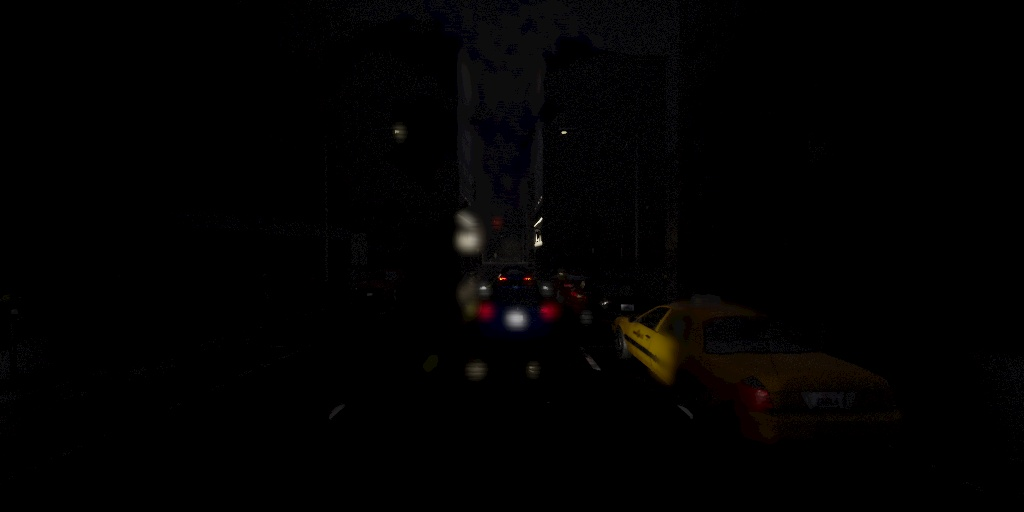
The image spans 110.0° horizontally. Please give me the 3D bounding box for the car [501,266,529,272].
[{"bbox_3d":[0.104,1.270,19.664,1.812,1.442,4.674,0,0,-2],"label":"car"}]

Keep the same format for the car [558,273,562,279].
[{"bbox_3d":[2.876,1.327,16.551,1.802,1.307,4.207,0,0,0],"label":"car"}]

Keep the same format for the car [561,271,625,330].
[{"bbox_3d":[2.875,1.313,10.965,1.948,1.339,4.313,0,0,0],"label":"car"}]

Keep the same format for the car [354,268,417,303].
[{"bbox_3d":[-5.669,1.290,16.549,1.888,1.381,4.507,0,0,0],"label":"car"}]

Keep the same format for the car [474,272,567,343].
[{"bbox_3d":[0.101,1.312,9.649,1.994,1.385,4.181,0,0,0],"label":"car"}]

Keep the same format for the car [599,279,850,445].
[{"bbox_3d":[2.874,1.274,5.549,1.751,1.417,4.829,0,0,0],"label":"car"}]
